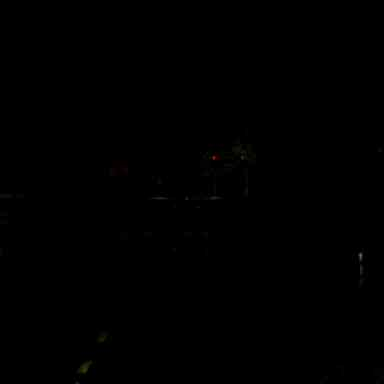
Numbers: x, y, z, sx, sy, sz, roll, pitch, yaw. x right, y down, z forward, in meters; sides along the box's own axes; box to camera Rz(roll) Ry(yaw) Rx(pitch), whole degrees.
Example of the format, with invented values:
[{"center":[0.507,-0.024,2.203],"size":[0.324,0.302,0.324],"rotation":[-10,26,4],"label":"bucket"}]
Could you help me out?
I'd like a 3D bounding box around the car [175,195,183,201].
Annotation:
[{"center":[-3.109,1.392,81.126],"size":[1.994,1.385,4.181],"rotation":[0,0,0],"label":"car"}]
